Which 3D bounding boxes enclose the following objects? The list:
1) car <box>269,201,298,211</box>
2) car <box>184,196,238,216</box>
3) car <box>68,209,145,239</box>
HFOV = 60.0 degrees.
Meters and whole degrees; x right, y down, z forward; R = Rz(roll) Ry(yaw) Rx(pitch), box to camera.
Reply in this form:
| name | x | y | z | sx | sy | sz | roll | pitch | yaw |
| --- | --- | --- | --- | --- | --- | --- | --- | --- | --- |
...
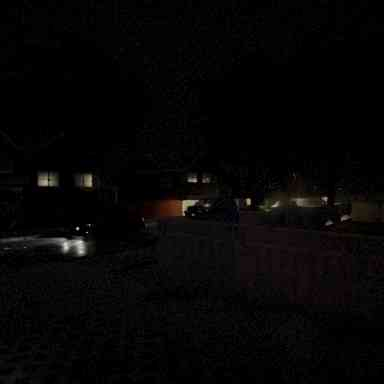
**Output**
| name | x | y | z | sx | sy | sz | roll | pitch | yaw |
| --- | --- | --- | --- | --- | --- | --- | --- | --- | --- |
| car | 11.035 | 1.790 | 39.859 | 2.033 | 1.411 | 5.357 | 0 | 0 | 36 |
| car | 1.690 | 1.361 | 26.753 | 2.150 | 2.045 | 5.566 | 0 | 0 | 35 |
| car | -4.497 | 1.639 | 18.040 | 1.994 | 1.385 | 4.181 | 0 | 0 | 35 |
